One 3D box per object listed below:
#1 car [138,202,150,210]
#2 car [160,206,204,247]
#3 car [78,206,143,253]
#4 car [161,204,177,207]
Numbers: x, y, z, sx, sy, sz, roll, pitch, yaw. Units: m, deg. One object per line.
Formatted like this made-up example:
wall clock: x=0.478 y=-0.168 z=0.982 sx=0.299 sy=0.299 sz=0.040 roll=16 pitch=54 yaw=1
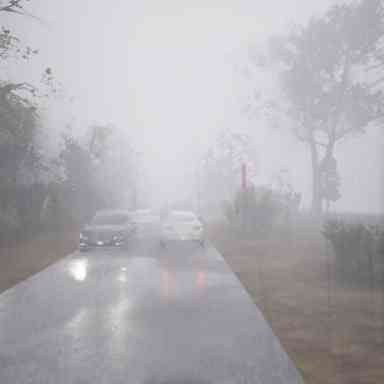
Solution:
car: x=-7.983 y=2.272 z=55.454 sx=1.994 sy=1.385 sz=4.181 roll=0 pitch=-1 yaw=-7
car: x=-0.483 y=1.597 z=15.410 sx=1.812 sy=1.442 sz=4.674 roll=0 pitch=0 yaw=-4
car: x=-3.362 y=1.563 z=14.117 sx=1.837 sy=1.490 sz=4.892 roll=0 pitch=0 yaw=-3
car: x=-2.091 y=1.834 z=32.508 sx=1.994 sy=1.385 sz=4.181 roll=0 pitch=-1 yaw=-7
